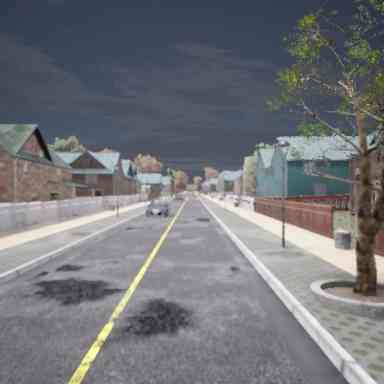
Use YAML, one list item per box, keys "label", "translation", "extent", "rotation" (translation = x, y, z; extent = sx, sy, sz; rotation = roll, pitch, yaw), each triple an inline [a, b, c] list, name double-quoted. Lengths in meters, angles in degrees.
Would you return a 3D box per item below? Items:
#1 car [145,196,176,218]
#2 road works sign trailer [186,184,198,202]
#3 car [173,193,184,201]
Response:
- label: "car"
  translation: [-2.840, 1.366, 28.636]
  extent: [2.128, 1.511, 4.902]
  rotation: [0, 0, 0]
- label: "road works sign trailer"
  translation: [0.015, 0.157, 64.891]
  extent: [2.380, 3.560, 2.880]
  rotation: [0, 0, 0]
- label: "car"
  translation: [-2.735, 1.021, 69.236]
  extent: [2.097, 1.767, 4.553]
  rotation: [0, 0, 0]
